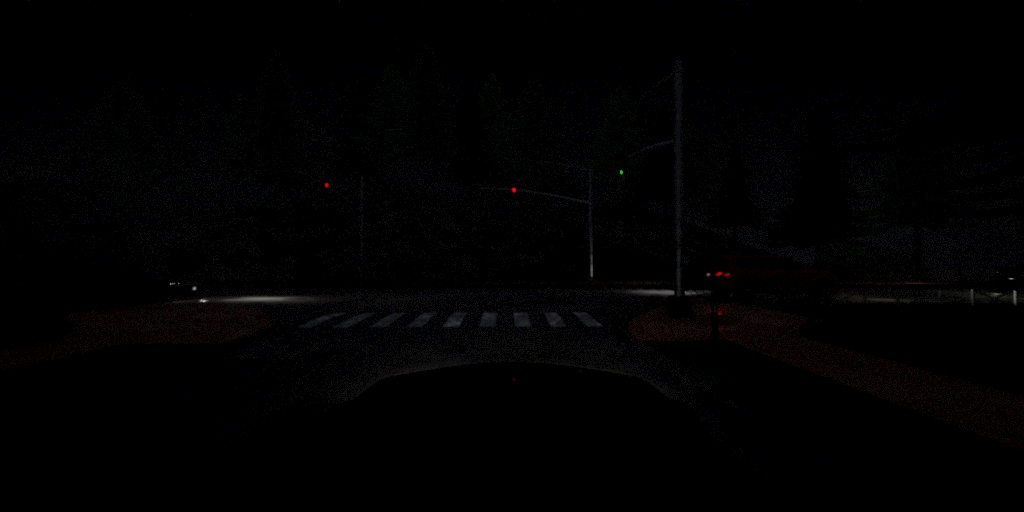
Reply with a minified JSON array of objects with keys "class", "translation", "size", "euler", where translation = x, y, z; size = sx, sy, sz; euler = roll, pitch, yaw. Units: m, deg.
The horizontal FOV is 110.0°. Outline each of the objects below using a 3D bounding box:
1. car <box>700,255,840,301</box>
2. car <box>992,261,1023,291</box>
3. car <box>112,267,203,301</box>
[{"class":"car","translation":[11.796,0.973,16.666],"size":[5.566,2.045,2.150],"euler":[0,-1,0]},{"class":"car","translation":[30.838,0.926,20.176],"size":[5.566,2.045,2.150],"euler":[0,-1,0]},{"class":"car","translation":[-17.237,1.244,16.700],"size":[4.902,1.511,2.128],"euler":[0,-1,0]}]
